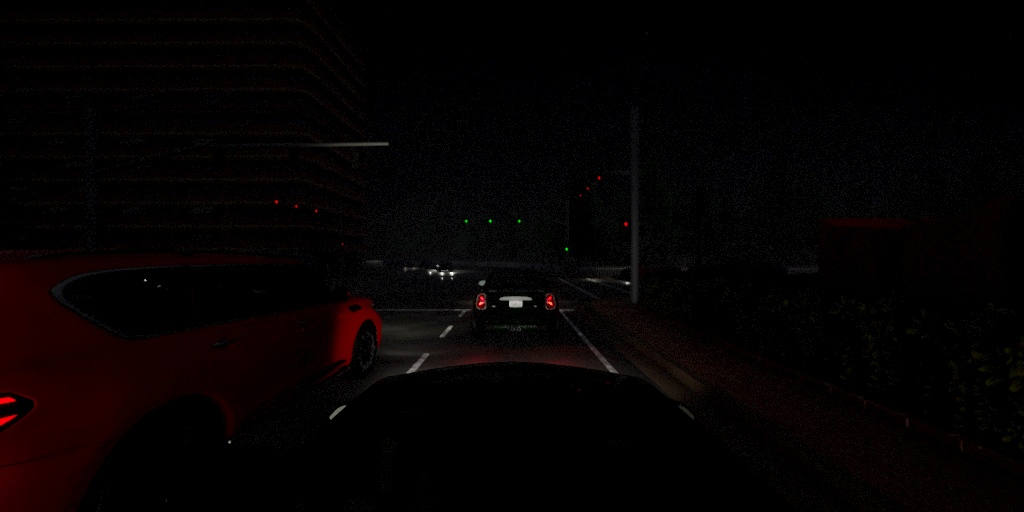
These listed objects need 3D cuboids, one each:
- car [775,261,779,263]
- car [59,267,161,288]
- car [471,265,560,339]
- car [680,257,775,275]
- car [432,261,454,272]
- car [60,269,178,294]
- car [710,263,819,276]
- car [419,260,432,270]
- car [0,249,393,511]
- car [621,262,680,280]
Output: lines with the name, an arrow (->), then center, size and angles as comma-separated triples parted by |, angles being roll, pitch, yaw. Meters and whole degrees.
car -> 20.984, 1.196, 30.909 | 4.553, 1.767, 2.097 | 0, 0, 0
car -> -26.921, 1.436, 24.119 | 4.718, 1.301, 1.895 | 0, 0, 0
car -> 0.098, 1.113, 10.280 | 2.097, 1.767, 4.553 | 0, 0, 0
car -> 16.390, 1.061, 27.451 | 5.566, 2.045, 2.150 | 0, 0, 0
car -> -8.951, 1.358, 47.526 | 2.033, 1.411, 5.357 | 0, 0, -18
car -> -22.417, 1.431, 20.579 | 4.718, 1.301, 1.895 | 0, 0, 0
car -> 14.280, 1.335, 20.267 | 4.892, 1.490, 1.837 | 0, 0, 0
car -> -13.208, 1.314, 56.533 | 2.128, 1.511, 4.902 | 0, 0, -33
car -> -3.434, 0.975, 4.085 | 2.150, 2.045, 5.566 | 0, 0, 1
car -> 11.966, 1.322, 30.988 | 5.008, 1.535, 1.882 | 0, 0, 0
